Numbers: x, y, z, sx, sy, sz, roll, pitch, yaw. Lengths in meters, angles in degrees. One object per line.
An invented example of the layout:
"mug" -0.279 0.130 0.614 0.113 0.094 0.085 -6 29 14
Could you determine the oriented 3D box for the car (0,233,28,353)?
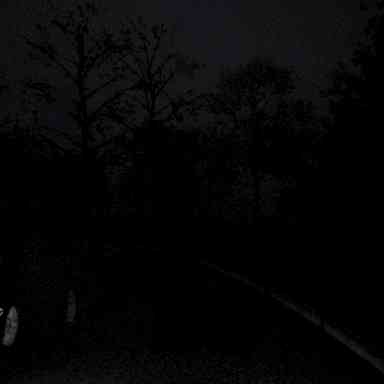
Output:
"car" -4.095 1.522 5.977 1.882 1.535 5.008 2 -1 -23
